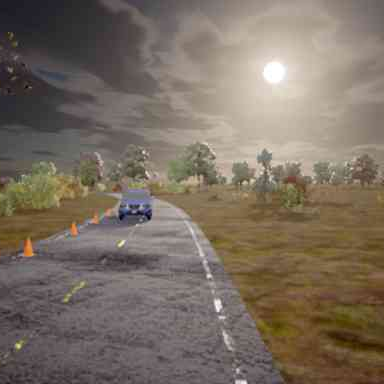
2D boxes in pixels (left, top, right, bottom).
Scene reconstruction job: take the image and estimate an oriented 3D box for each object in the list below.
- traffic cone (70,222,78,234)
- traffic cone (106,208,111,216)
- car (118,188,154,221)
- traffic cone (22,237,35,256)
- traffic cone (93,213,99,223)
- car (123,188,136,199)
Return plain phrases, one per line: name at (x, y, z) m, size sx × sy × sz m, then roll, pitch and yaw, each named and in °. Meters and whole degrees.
traffic cone at (-5.644, 1.711, 15.866) m, size 0.340 × 0.580 × 0.340 m, roll 0°, pitch 1°, yaw -4°
traffic cone at (-6.473, 1.559, 25.727) m, size 0.340 × 0.580 × 0.340 m, roll 0°, pitch 1°, yaw -6°
car at (-3.892, 0.855, 23.682) m, size 2.150 × 2.045 × 5.566 m, roll 0°, pitch 1°, yaw -6°
traffic cone at (-5.369, 1.787, 10.925) m, size 0.340 × 0.580 × 0.340 m, roll 0°, pitch 1°, yaw -3°
traffic cone at (-6.012, 1.635, 20.800) m, size 0.340 × 0.580 × 0.340 m, roll 0°, pitch 1°, yaw -5°
car at (-12.317, 0.204, 64.911) m, size 2.150 × 2.045 × 5.566 m, roll 0°, pitch 1°, yaw -15°
